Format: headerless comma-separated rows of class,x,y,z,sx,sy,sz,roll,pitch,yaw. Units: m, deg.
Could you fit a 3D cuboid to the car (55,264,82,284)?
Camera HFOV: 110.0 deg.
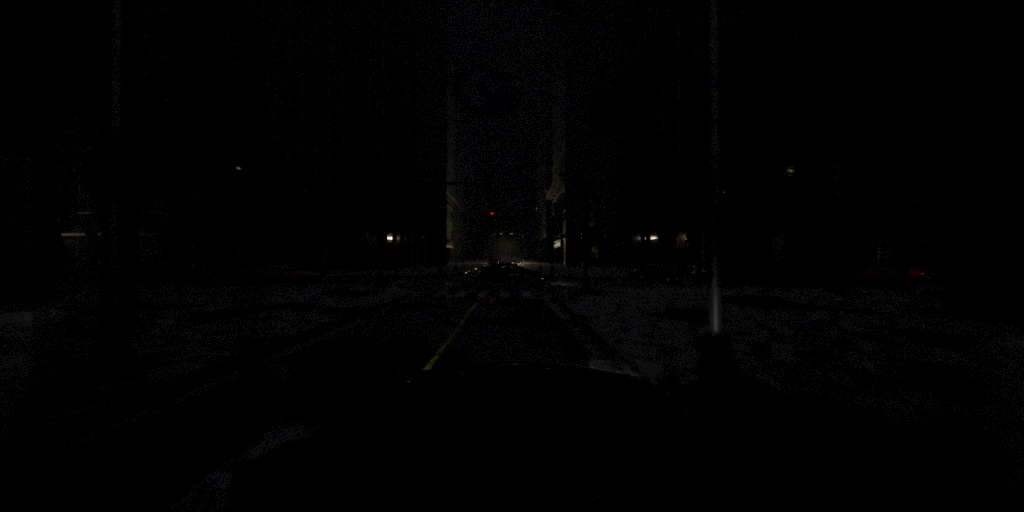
car,-30.660,1.165,23.139,4.313,1.339,1.948,0,0,0

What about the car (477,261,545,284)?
car,-0.049,1.293,25.992,4.892,1.490,1.837,0,0,0

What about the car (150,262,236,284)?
car,-20.060,1.164,23.173,4.507,1.381,1.888,0,0,0

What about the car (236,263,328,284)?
car,-14.590,1.157,23.191,4.829,1.417,1.751,0,0,0

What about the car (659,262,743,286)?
car,12.330,1.263,23.278,4.403,1.370,2.007,0,0,0

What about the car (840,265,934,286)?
car,23.836,1.283,23.316,4.829,1.417,1.751,0,0,0

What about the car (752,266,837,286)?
car,17.999,1.299,23.297,4.313,1.339,1.948,0,0,0

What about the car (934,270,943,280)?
car,35.006,1.518,31.876,4.207,1.307,1.802,0,0,0

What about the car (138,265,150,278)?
car,-30.956,1.262,31.662,4.507,1.381,1.888,0,0,0

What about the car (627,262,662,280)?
car,12.332,1.271,31.803,4.097,1.591,1.967,0,0,0

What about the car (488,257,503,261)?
car,-3.027,1.036,62.111,2.097,1.767,4.553,0,0,0
